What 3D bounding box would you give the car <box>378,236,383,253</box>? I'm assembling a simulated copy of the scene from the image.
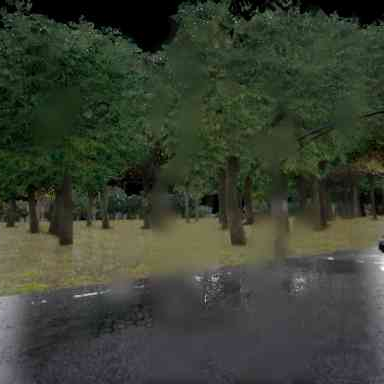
[{"bbox_3d":[11.349,2.365,16.886,4.181,1.385,1.994,1,-6,-32],"label":"car"}]
